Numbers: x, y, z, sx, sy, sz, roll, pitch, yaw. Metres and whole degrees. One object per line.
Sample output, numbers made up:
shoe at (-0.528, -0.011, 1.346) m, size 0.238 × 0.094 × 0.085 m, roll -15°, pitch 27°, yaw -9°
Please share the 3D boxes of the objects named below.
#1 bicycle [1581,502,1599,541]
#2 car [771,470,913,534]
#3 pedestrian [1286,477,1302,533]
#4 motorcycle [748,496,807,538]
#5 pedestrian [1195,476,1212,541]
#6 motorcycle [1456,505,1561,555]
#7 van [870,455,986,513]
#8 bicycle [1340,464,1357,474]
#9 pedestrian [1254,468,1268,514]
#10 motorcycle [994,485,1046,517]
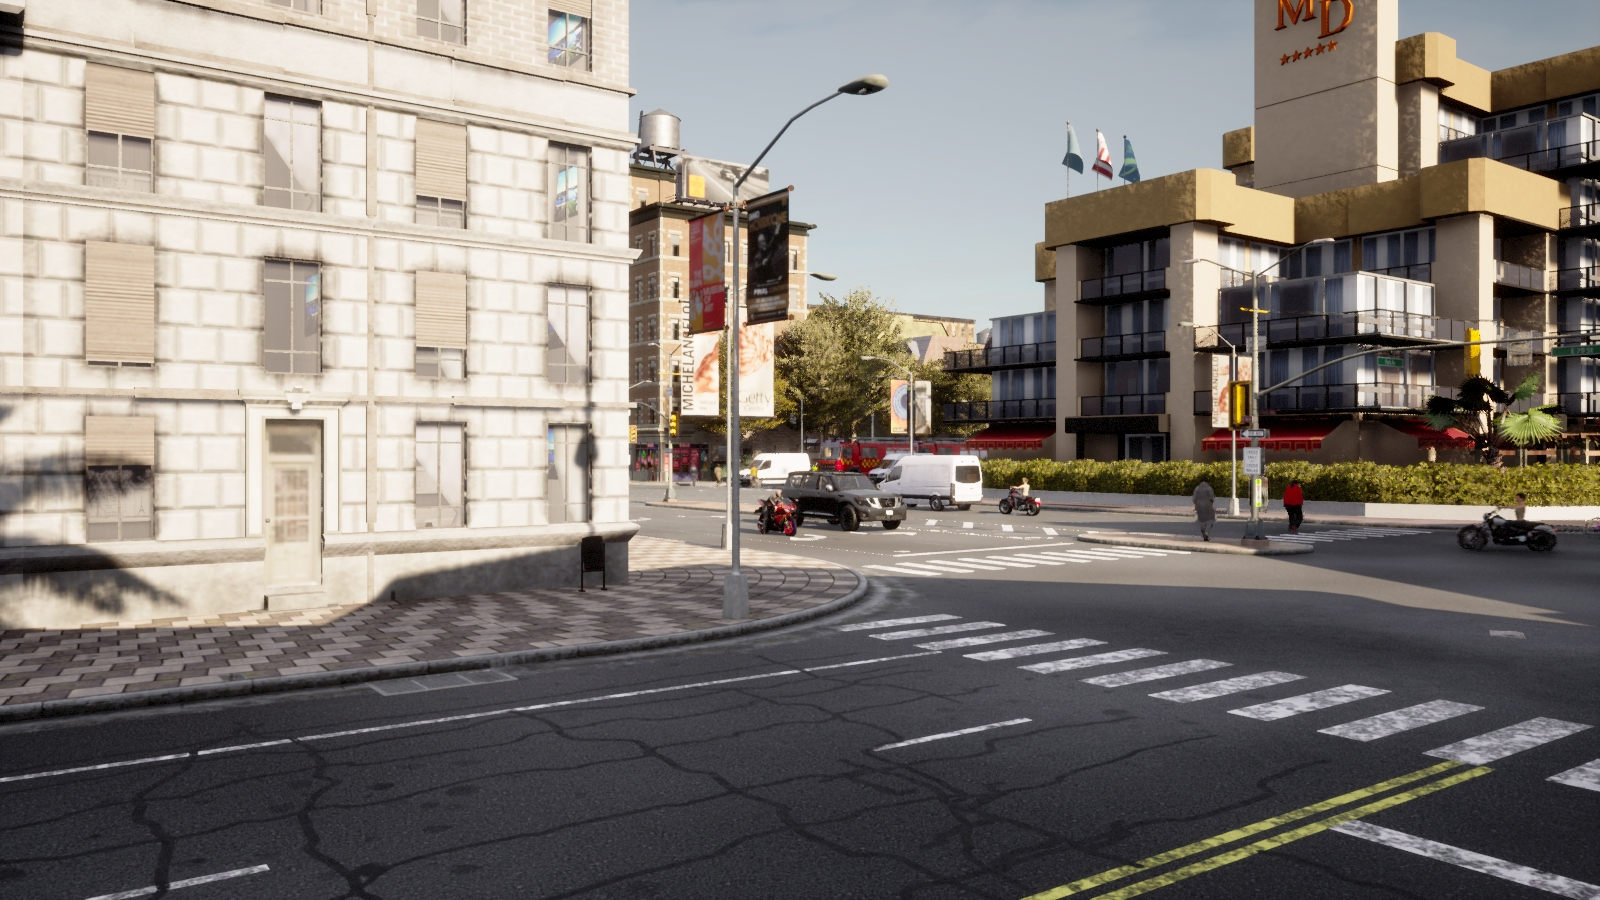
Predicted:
bicycle at (25.164, 2.210, 35.269) m, size 1.835 × 1.171 × 0.329 m, roll 1°, pitch 0°, yaw 2°
car at (1.410, 1.779, 41.176) m, size 2.150 × 2.045 × 5.566 m, roll 0°, pitch 0°, yaw -35°
pedestrian at (16.632, 1.848, 38.476) m, size 0.375 × 1.860 × 0.375 m, roll 0°, pitch 0°, yaw -36°
motorcycle at (-0.756, 2.205, 37.717) m, size 0.867 × 1.251 × 2.209 m, roll 0°, pitch 0°, yaw -36°
pedestrian at (11.750, 1.704, 33.250) m, size 0.375 × 1.860 × 0.375 m, roll 0°, pitch 0°, yaw 39°
motorcycle at (19.433, 2.170, 31.416) m, size 2.356 × 1.277 × 0.764 m, roll 0°, pitch 0°, yaw 22°
van at (5.947, 1.534, 54.072) m, size 1.988 × 2.561 × 5.915 m, roll 0°, pitch 0°, yaw -36°
bicycle at (63.977, 2.210, 133.245) m, size 1.835 × 1.171 × 0.329 m, roll 0°, pitch -3°, yaw 6°
pedestrian at (19.141, 1.696, 47.449) m, size 0.375 × 1.860 × 0.375 m, roll 0°, pitch 0°, yaw -26°
motorcycle at (9.406, 2.170, 48.968) m, size 0.764 × 1.277 × 2.356 m, roll 0°, pitch 0°, yaw -34°
